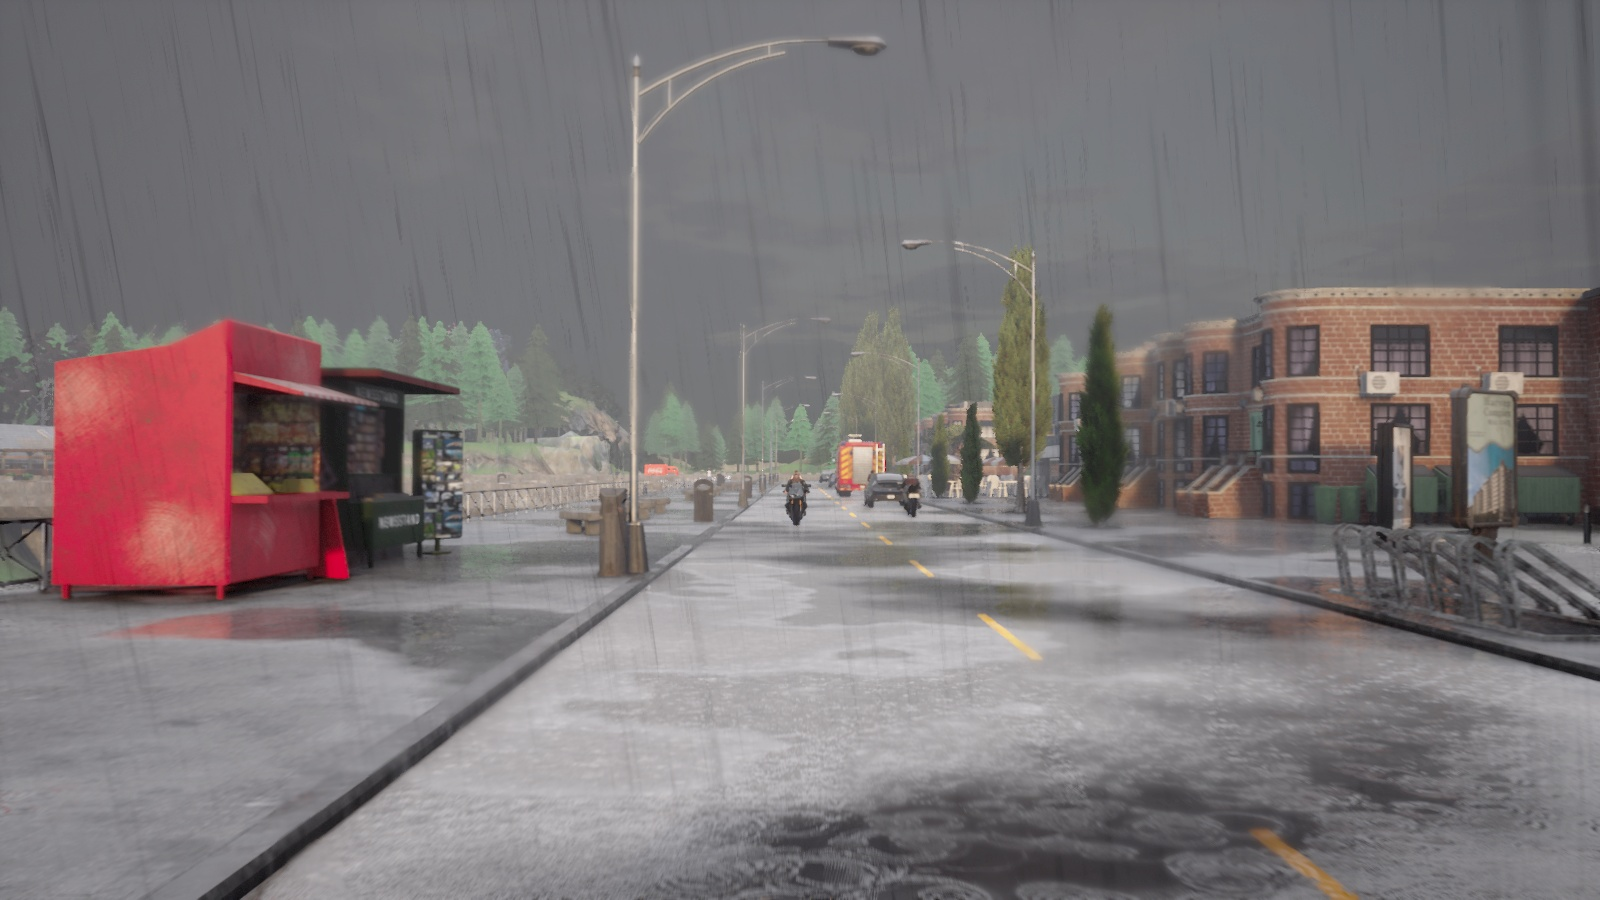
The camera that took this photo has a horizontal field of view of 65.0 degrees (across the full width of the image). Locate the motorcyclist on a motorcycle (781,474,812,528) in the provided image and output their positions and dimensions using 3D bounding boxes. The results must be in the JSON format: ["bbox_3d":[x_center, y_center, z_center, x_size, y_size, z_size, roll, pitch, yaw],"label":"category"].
[{"bbox_3d":[-0.095,1.461,36.497,0.866,1.530,2.191,0,-1,0],"label":"motorcyclist on a motorcycle"}]

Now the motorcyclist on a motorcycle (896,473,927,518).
[{"bbox_3d":[3.885,1.570,43.934,0.866,1.530,2.191,0,-1,0],"label":"motorcyclist on a motorcycle"}]

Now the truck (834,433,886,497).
[{"bbox_3d":[3.786,0.985,80.669,2.891,3.827,8.468,0,-1,0],"label":"truck"}]

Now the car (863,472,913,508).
[{"bbox_3d":[3.855,1.737,55.748,1.837,1.490,4.892,0,-1,0],"label":"car"}]
